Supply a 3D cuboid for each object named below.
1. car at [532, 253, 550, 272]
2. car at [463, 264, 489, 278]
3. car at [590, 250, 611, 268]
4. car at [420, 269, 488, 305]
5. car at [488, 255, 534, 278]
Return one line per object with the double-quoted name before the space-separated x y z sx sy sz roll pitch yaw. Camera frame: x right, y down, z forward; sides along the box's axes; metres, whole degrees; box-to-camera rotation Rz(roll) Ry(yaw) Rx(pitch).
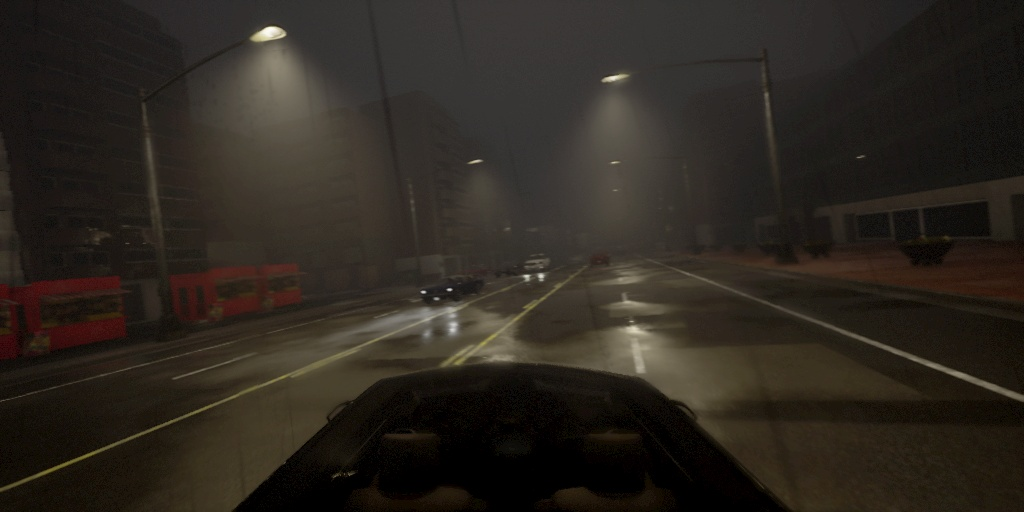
"car" 2.991 0.792 41.591 2.150 2.045 5.566 -7 0 16
"car" -3.361 1.457 31.867 1.895 1.301 4.718 -7 0 16
"car" 9.296 0.332 37.962 1.882 1.535 5.008 -7 0 16
"car" -3.176 1.758 19.897 1.895 1.301 4.718 -7 0 16
"car" -0.013 1.018 30.944 2.033 1.411 5.357 -7 0 16
